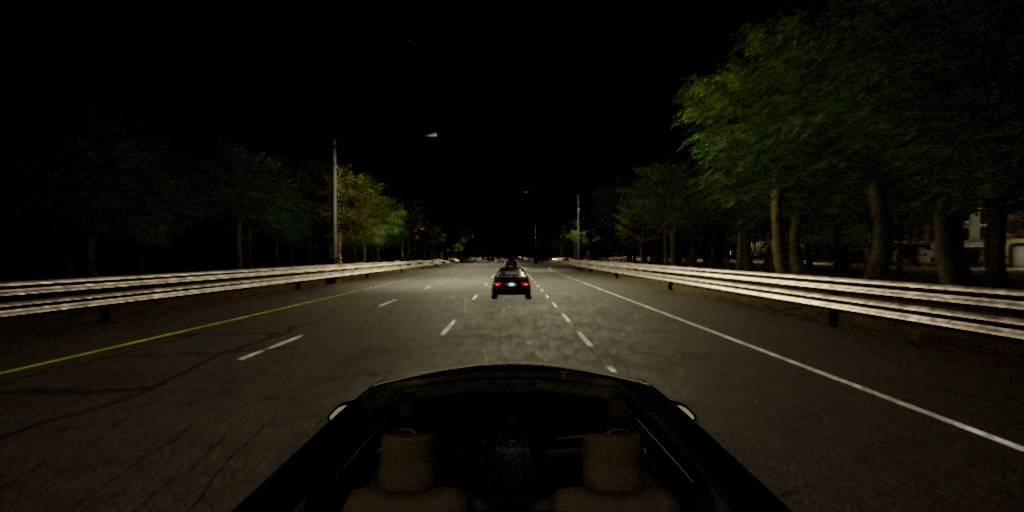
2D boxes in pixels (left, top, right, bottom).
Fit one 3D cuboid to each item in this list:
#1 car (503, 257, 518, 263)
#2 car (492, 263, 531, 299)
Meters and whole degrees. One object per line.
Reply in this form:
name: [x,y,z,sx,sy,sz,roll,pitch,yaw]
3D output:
car: [-0.090,1.175,56.349,1.837,1.490,4.892,0,0,0]
car: [-0.026,1.273,17.971,2.033,1.411,5.357,0,0,0]
